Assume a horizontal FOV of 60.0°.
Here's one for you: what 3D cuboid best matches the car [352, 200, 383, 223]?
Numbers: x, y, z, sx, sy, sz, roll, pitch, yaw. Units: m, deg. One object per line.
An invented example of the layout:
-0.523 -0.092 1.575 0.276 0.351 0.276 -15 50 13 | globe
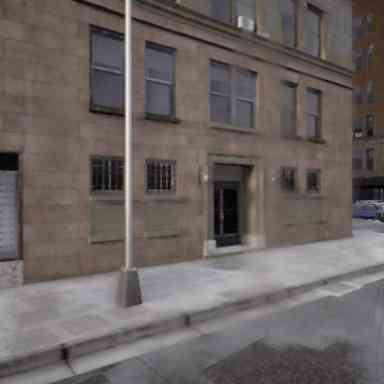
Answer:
13.401 1.519 25.553 2.033 1.411 5.357 0 0 -40 | car
